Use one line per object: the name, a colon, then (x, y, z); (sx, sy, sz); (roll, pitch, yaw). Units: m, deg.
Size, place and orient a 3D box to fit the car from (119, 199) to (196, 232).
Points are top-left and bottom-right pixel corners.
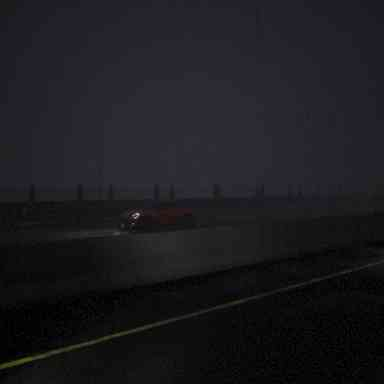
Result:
car: (-2.039, 1.301, 19.877); (4.553, 1.767, 2.097); (0, 0, -36)
